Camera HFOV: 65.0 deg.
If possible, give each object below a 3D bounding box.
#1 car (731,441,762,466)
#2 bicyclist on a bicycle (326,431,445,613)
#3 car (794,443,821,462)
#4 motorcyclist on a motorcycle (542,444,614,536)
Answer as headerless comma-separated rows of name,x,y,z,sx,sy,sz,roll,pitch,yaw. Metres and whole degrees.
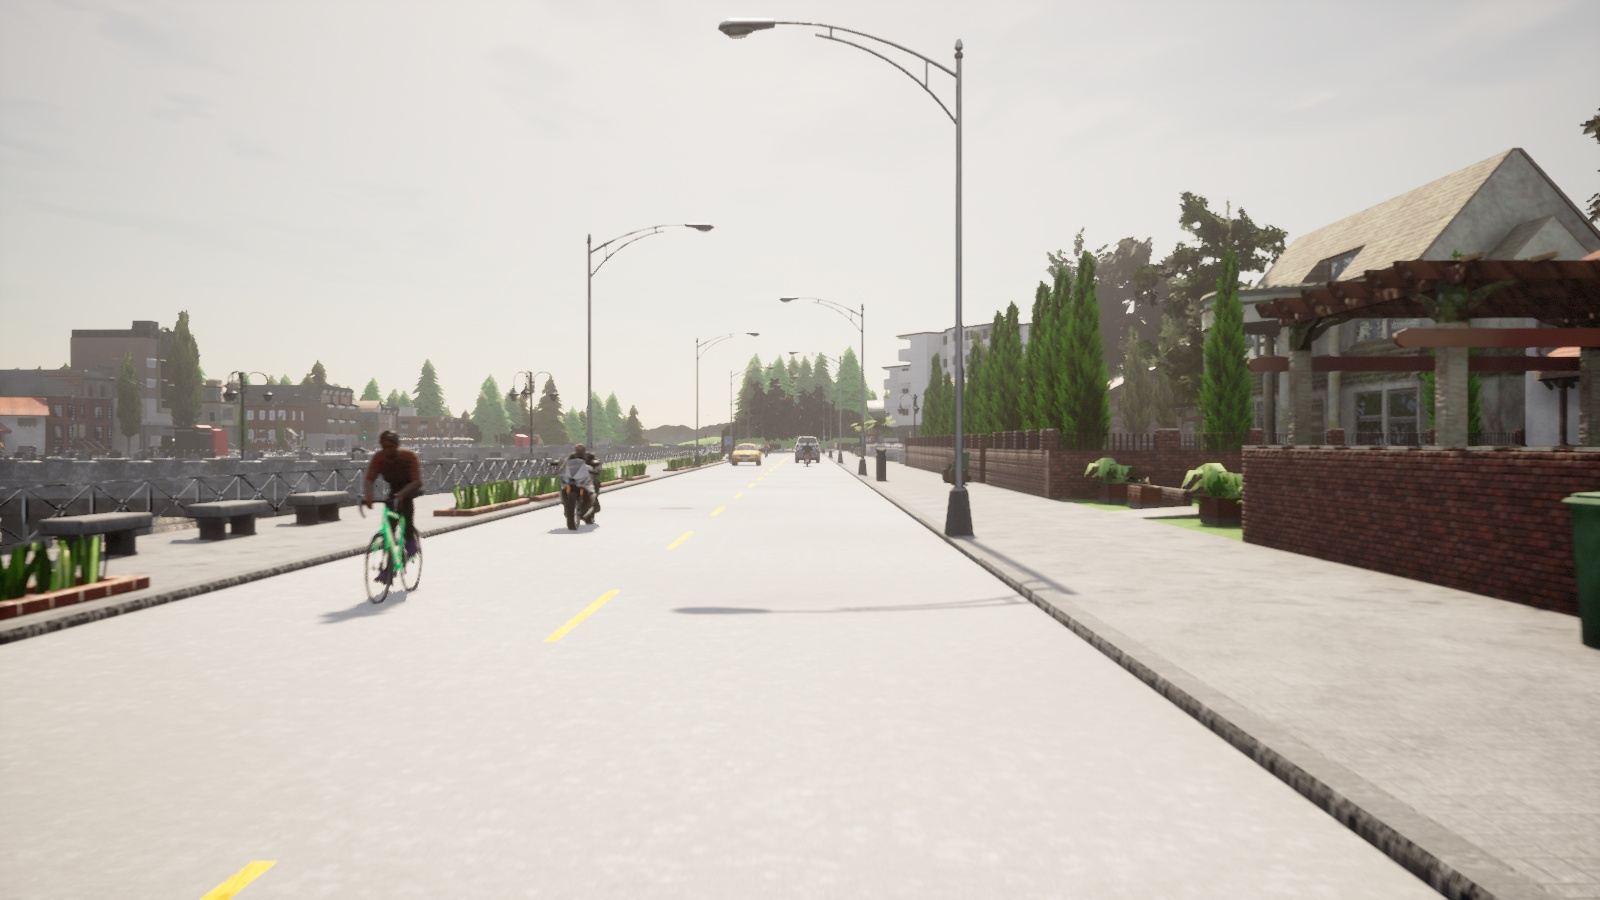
car,-3.509,0.217,82.691,1.801,1.575,5.366,0,0,0
bicyclist on a bicycle,-3.916,0.629,11.988,0.582,1.620,1.656,0,1,0
car,0.563,0.177,95.017,1.970,1.475,3.806,0,0,0
motorcyclist on a motorcycle,-3.858,0.654,22.004,0.866,1.530,2.191,0,0,0
